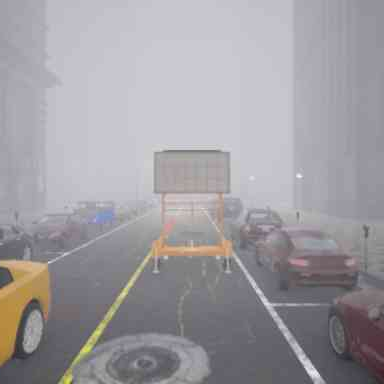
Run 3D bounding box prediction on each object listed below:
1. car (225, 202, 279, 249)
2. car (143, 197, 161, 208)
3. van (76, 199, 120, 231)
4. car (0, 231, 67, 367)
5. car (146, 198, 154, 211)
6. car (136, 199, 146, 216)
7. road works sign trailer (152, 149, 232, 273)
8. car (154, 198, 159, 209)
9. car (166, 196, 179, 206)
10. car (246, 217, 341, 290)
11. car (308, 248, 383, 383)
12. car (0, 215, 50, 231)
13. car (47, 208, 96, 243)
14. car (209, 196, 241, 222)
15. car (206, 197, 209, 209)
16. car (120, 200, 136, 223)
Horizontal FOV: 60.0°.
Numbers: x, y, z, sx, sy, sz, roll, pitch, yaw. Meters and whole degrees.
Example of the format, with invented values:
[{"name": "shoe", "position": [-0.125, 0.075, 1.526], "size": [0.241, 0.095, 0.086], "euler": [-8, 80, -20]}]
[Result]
[{"name": "car", "position": [2.760, 1.422, 14.373], "size": [1.967, 1.590, 4.097], "euler": [0, 0, 0]}, {"name": "car", "position": [-5.762, 1.512, 48.188], "size": [2.008, 1.369, 4.403], "euler": [0, 0, 0]}, {"name": "van", "position": [-5.765, 1.318, 20.005], "size": [1.690, 1.788, 3.998], "euler": [0, 0, 0]}, {"name": "car", "position": [-3.100, 1.473, 3.106], "size": [1.882, 1.535, 5.008], "euler": [0, 0, 0]}, {"name": "car", "position": [-5.763, 1.531, 36.915], "size": [1.947, 1.339, 4.313], "euler": [0, 0, 0]}, {"name": "car", "position": [-5.763, 1.551, 31.279], "size": [1.802, 1.307, 4.206], "euler": [0, 0, 0]}, {"name": "road works sign trailer", "position": [0.000, 0.451, 10.625], "size": [2.380, 3.560, 2.880], "euler": [0, 0, 0]}, {"name": "car", "position": [-5.762, 1.529, 42.552], "size": [1.947, 1.339, 4.313], "euler": [0, 0, 0]}, {"name": "car", "position": [-3.018, 1.437, 52.446], "size": [1.882, 1.535, 5.008], "euler": [0, 0, 0]}, {"name": "car", "position": [2.760, 1.570, 8.737], "size": [1.802, 1.307, 4.206], "euler": [0, 0, 0]}, {"name": "car", "position": [2.760, 1.577, 3.100], "size": [1.802, 1.307, 4.206], "euler": [0, 0, 0]}, {"name": "car", "position": [-5.765, 1.539, 8.732], "size": [2.008, 1.369, 4.403], "euler": [0, 0, 0]}, {"name": "car", "position": [-5.765, 1.564, 14.369], "size": [1.802, 1.307, 4.206], "euler": [0, 0, 0]}, {"name": "car", "position": [2.760, 1.287, 25.644], "size": [2.192, 1.841, 5.009], "euler": [0, 0, 0]}, {"name": "car", "position": [2.760, 1.283, 31.280], "size": [2.192, 1.841, 5.009], "euler": [0, 0, 0]}, {"name": "car", "position": [-5.764, 1.498, 25.472], "size": [1.752, 1.417, 4.829], "euler": [0, 0, 0]}]
